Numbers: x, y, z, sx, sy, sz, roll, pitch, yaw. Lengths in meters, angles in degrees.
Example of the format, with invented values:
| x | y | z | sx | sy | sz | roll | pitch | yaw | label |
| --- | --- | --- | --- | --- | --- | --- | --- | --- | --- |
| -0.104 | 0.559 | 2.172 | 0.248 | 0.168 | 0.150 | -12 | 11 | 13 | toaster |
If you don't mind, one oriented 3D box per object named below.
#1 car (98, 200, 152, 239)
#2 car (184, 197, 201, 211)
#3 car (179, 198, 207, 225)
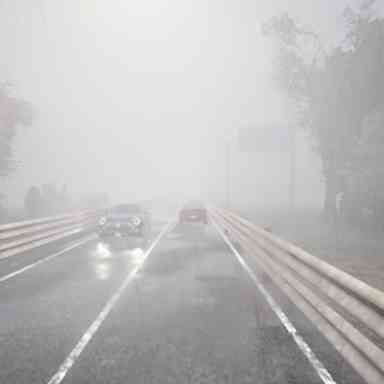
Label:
| x | y | z | sx | sy | sz | roll | pitch | yaw | label |
| --- | --- | --- | --- | --- | --- | --- | --- | --- | --- |
| -3.354 | 1.345 | 17.333 | 2.097 | 1.767 | 4.553 | 0 | 0 | 0 | car |
| 0.067 | 1.474 | 42.520 | 2.128 | 1.511 | 4.902 | 0 | 0 | 0 | car |
| 0.086 | 1.468 | 24.316 | 1.882 | 1.535 | 5.008 | 0 | 0 | 0 | car |
